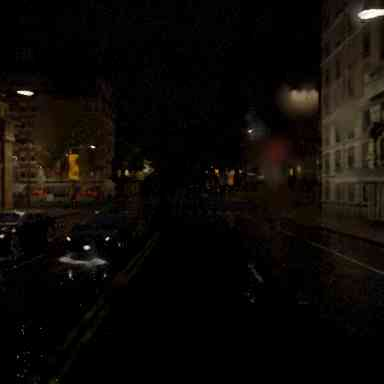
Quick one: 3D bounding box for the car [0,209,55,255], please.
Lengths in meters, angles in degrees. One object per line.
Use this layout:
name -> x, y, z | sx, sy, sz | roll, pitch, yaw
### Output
car -> -7.108, 1.473, 13.207 | 2.128, 1.511, 4.902 | 0, 0, 0

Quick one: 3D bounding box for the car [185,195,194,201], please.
car -> -0.657, 1.311, 77.398 | 1.812, 1.442, 4.674 | 0, 0, -1

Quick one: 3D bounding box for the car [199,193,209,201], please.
car -> 2.843, 1.141, 77.435 | 2.097, 1.767, 4.553 | 0, 0, -1

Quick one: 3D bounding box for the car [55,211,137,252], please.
car -> -3.605, 1.527, 14.145 | 2.033, 1.411, 5.357 | 0, 0, 1
